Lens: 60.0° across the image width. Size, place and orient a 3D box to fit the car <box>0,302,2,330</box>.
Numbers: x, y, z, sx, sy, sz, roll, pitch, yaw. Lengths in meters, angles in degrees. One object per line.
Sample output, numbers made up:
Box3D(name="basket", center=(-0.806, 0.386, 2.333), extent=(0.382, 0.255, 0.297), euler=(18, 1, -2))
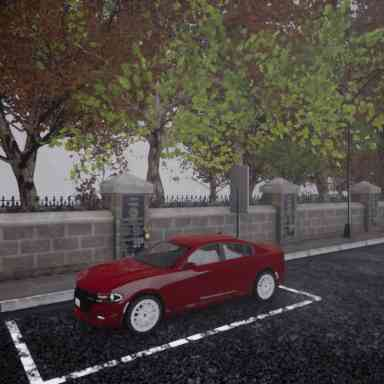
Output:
Box3D(name="car", center=(-4.504, 1.551, 3.439), extent=(4.403, 1.369, 2.008), euler=(0, 0, -36))

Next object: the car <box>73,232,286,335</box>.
Box3D(name="car", center=(-0.027, 1.545, 6.702), extent=(4.507, 1.381, 1.887), euler=(0, 0, -36))
